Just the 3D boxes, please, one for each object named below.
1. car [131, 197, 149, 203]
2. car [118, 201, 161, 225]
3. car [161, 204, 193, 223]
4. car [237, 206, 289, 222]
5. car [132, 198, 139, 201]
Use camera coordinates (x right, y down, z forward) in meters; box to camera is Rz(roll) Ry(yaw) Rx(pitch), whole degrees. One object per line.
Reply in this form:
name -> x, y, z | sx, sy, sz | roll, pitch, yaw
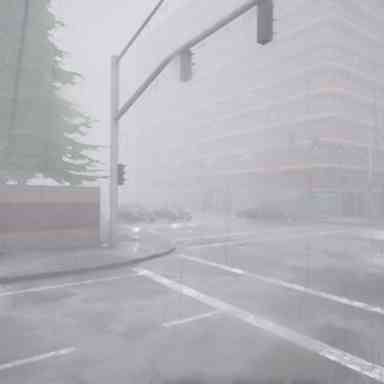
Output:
car -> -13.767, 2.100, 87.753 | 4.181, 1.385, 1.994 | 1, -1, -35
car -> -4.676, 1.725, 26.617 | 1.812, 1.442, 4.674 | 1, 0, -35
car -> -1.826, 1.768, 28.648 | 1.812, 1.442, 4.674 | 1, 0, -35
car -> 6.153, 1.932, 29.601 | 1.895, 1.301, 4.718 | 1, -1, -35
car -> -8.161, 1.936, 49.988 | 1.895, 1.301, 4.718 | 1, -1, -35
